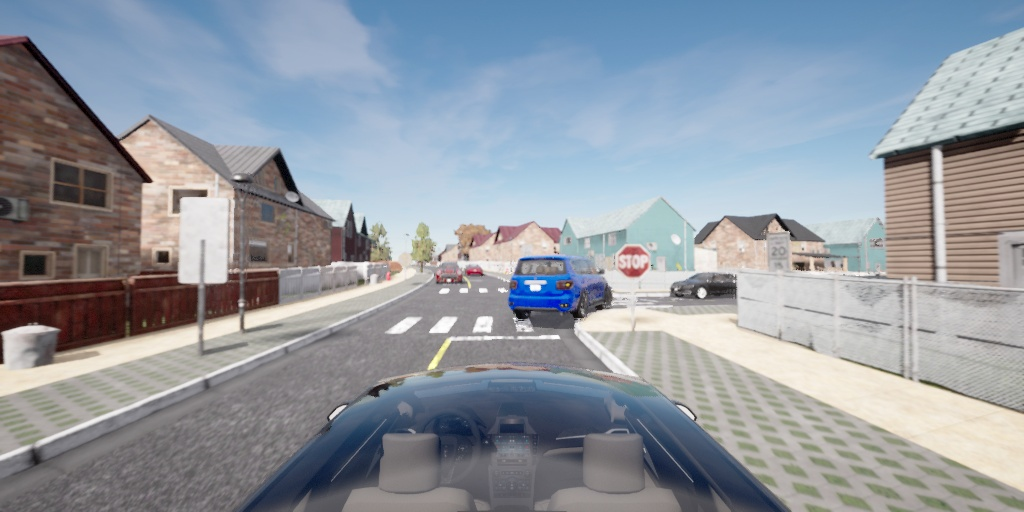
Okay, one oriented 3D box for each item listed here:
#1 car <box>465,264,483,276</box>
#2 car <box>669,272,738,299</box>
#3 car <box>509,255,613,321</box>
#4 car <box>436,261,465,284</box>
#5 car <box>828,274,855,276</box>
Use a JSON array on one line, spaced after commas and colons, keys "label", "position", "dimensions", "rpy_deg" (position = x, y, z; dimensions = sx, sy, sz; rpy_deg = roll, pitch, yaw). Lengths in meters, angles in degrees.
[{"label": "car", "position": [-4.762, 1.649, 43.766], "dimensions": [1.994, 1.385, 4.181], "rpy_deg": [0, -1, -13]}, {"label": "car", "position": [11.527, 1.687, 20.919], "dimensions": [4.892, 1.490, 1.837], "rpy_deg": [1, -2, -18]}, {"label": "car", "position": [1.854, 1.033, 12.440], "dimensions": [2.150, 2.045, 5.566], "rpy_deg": [-2, -2, 26]}, {"label": "car", "position": [-5.168, 1.308, 29.726], "dimensions": [2.097, 1.767, 4.553], "rpy_deg": [0, 0, -9]}, {"label": "car", "position": [22.397, 1.960, 24.626], "dimensions": [5.357, 1.411, 2.033], "rpy_deg": [1, -2, -20]}]
